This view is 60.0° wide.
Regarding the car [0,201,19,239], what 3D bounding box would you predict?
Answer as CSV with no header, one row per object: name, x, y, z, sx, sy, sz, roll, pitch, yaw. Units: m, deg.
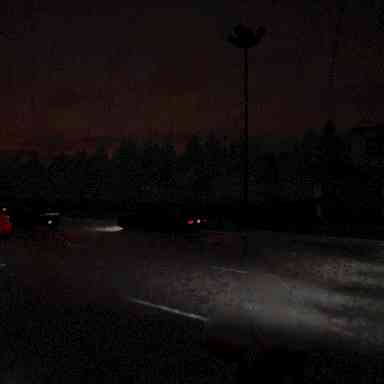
car,-10.554,1.296,15.819,4.553,1.767,2.097,0,0,35

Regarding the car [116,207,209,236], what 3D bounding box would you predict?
car,-1.710,1.510,18.108,5.357,1.411,2.033,0,0,35

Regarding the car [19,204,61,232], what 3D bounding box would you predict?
car,-9.706,1.430,19.511,4.902,1.511,2.128,0,0,35

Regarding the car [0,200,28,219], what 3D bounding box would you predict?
car,-16.587,1.451,28.715,5.357,1.411,2.033,0,0,35
